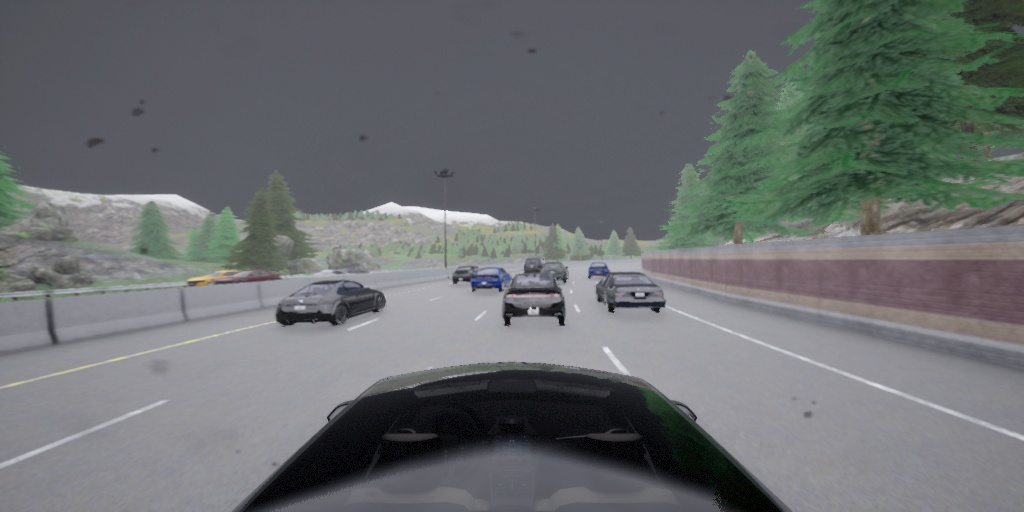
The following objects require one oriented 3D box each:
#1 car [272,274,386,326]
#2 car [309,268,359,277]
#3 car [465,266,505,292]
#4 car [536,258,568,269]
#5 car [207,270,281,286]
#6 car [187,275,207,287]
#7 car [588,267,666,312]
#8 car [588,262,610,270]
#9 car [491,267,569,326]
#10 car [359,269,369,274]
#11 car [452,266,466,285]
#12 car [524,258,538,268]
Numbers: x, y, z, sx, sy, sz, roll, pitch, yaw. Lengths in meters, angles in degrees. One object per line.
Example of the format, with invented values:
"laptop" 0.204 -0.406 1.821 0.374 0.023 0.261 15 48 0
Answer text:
"car" -6.184 1.535 12.736 1.994 1.385 4.181 -1 0 5
"car" -14.734 1.810 28.663 1.812 1.442 4.674 -1 -1 11
"car" -1.245 1.441 23.475 1.882 1.535 5.008 -1 0 9
"car" 3.571 1.272 29.838 2.097 1.767 4.553 -1 0 12
"car" -21.667 1.912 29.618 1.882 1.535 5.008 -1 -1 11
"car" -24.969 1.991 30.929 1.882 1.535 5.008 -1 -1 11
"car" 4.441 1.314 14.155 2.033 1.411 5.357 -1 -1 6
"car" 8.619 1.343 35.535 1.882 1.535 5.008 -1 -1 15
"car" 0.767 1.315 12.083 2.128 1.511 4.902 -1 -1 5
"car" -16.639 1.938 36.404 2.033 1.411 5.357 -1 -1 13
"car" -3.500 1.573 30.280 1.837 1.490 4.892 -1 -1 12
"car" 2.898 1.251 40.924 2.150 2.045 5.566 -1 -1 17
